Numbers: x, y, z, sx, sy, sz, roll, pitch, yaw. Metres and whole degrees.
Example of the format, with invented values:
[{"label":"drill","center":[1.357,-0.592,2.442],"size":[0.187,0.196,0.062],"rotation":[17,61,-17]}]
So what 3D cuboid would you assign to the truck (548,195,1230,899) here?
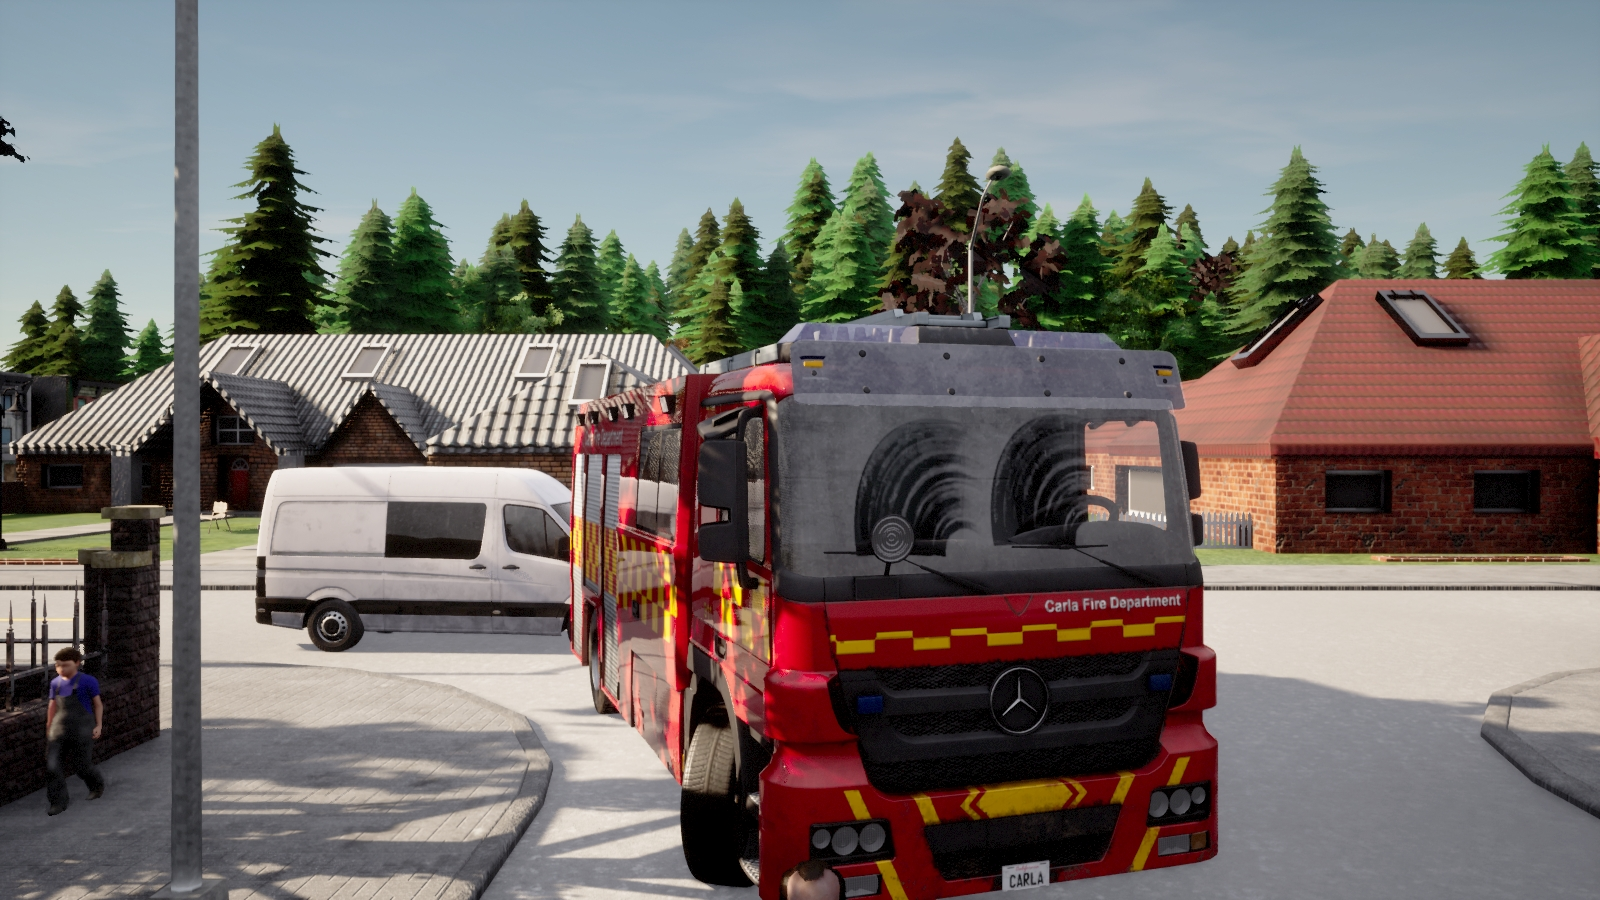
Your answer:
[{"label":"truck","center":[-0.279,0.670,10.050],"size":[2.891,3.827,8.468],"rotation":[0,0,-19]}]

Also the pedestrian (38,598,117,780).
[{"label":"pedestrian","center":[-5.494,1.806,8.701],"size":[0.375,1.300,0.375],"rotation":[0,0,-4]}]

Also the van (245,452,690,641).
[{"label":"van","center":[-4.701,1.314,16.673],"size":[5.915,2.561,1.988],"rotation":[0,0,4]}]
